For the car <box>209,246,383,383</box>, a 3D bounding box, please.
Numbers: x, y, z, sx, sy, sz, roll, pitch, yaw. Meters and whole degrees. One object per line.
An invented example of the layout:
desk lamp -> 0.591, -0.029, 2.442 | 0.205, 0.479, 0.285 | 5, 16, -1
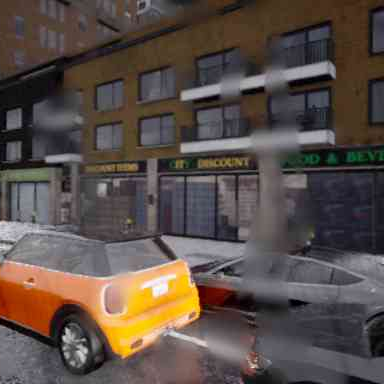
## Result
car -> 2.705, 1.518, 2.417 | 4.892, 1.490, 1.837 | 0, 0, 36

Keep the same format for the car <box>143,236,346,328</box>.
car -> 1.456, 1.588, 5.726 | 4.313, 1.339, 1.947 | 0, 0, 36

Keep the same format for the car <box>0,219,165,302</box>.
car -> -3.082, 1.579, 8.984 | 4.403, 1.369, 2.008 | 0, 0, 36

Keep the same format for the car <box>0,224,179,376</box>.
car -> -2.177, 1.371, 5.841 | 4.553, 1.767, 2.097 | 0, 0, 35
